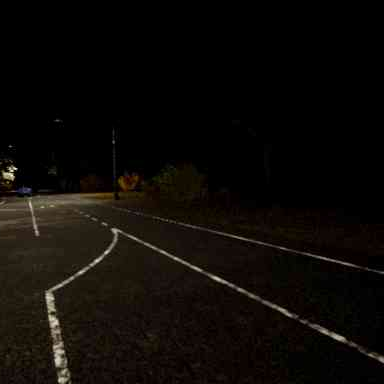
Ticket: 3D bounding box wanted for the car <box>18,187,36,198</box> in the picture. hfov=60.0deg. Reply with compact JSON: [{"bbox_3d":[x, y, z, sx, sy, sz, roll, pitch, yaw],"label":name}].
[{"bbox_3d":[-34.409,0.082,68.866,2.150,2.045,5.566,-2,2,-20],"label":"car"}]
